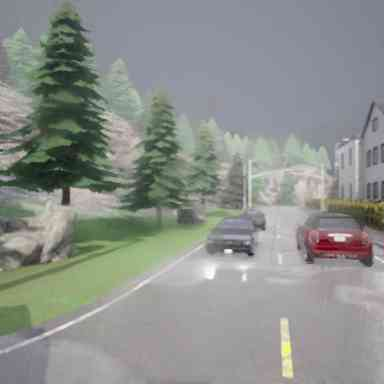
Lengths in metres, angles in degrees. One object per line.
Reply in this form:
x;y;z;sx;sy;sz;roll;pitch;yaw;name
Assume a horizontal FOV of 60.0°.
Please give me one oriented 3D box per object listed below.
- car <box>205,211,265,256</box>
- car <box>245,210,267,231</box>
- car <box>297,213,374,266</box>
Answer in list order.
1.977;1.810;14.720;2.033;1.411;5.357;0;-1;14;car
4.443;2.003;24.385;1.994;1.385;4.181;0;-1;14;car
5.279;1.585;12.829;2.097;1.767;4.553;0;-1;13;car
